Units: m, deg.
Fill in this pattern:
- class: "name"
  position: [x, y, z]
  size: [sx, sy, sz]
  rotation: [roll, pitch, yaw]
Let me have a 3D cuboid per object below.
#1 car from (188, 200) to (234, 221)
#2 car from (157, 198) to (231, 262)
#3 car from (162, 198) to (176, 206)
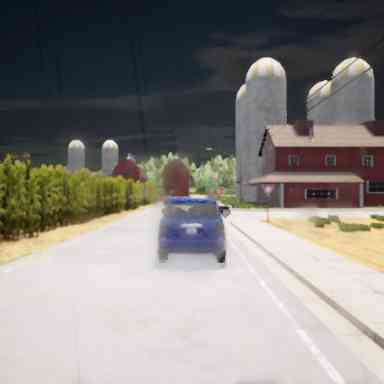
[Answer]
- class: "car"
  position: [1.714, 1.473, 27.995]
  size: [2.128, 1.511, 4.902]
  rotation: [0, 0, 27]
- class: "car"
  position: [0.016, 1.216, 12.244]
  size: [2.150, 2.045, 5.566]
  rotation: [0, 0, 1]
- class: "car"
  position: [-3.601, 1.576, 53.492]
  size: [1.895, 1.301, 4.718]
  rotation: [0, 0, 0]
